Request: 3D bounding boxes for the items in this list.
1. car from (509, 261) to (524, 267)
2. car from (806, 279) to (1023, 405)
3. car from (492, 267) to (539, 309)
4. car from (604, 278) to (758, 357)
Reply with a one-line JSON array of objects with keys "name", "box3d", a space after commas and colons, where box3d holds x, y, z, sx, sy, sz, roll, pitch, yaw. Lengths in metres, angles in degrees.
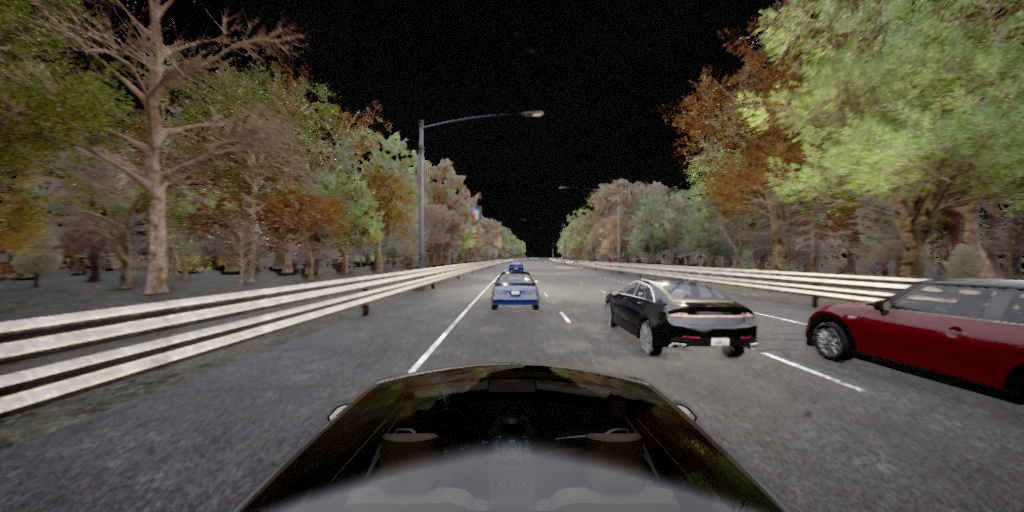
[{"name": "car", "box3d": [0.592, 1.427, 47.814, 1.882, 1.535, 5.008, 0, 0, 1]}, {"name": "car", "box3d": [7.104, 1.122, 5.492, 2.097, 1.767, 4.553, 0, 0, 0]}, {"name": "car", "box3d": [0.135, 1.357, 15.216, 2.033, 1.411, 5.357, 0, 0, 0]}, {"name": "car", "box3d": [3.611, 1.275, 8.623, 2.128, 1.511, 4.902, 0, 0, 0]}]
